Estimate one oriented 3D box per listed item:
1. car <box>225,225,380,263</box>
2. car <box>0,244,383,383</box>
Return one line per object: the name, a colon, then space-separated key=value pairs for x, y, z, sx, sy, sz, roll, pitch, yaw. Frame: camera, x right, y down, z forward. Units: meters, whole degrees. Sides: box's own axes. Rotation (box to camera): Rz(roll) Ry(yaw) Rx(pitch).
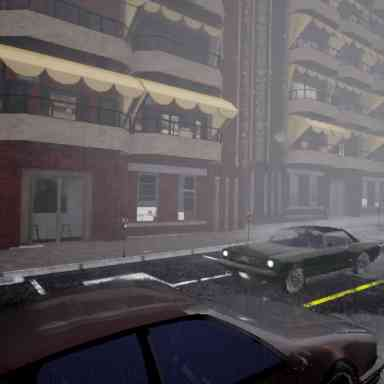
car: x=2.996 y=1.605 z=8.919 sx=4.718 sy=1.301 sz=1.895 roll=0 pitch=0 yaw=-36
car: x=-0.543 y=1.548 z=2.769 sx=5.357 sy=1.411 sz=2.033 roll=0 pitch=0 yaw=-36
